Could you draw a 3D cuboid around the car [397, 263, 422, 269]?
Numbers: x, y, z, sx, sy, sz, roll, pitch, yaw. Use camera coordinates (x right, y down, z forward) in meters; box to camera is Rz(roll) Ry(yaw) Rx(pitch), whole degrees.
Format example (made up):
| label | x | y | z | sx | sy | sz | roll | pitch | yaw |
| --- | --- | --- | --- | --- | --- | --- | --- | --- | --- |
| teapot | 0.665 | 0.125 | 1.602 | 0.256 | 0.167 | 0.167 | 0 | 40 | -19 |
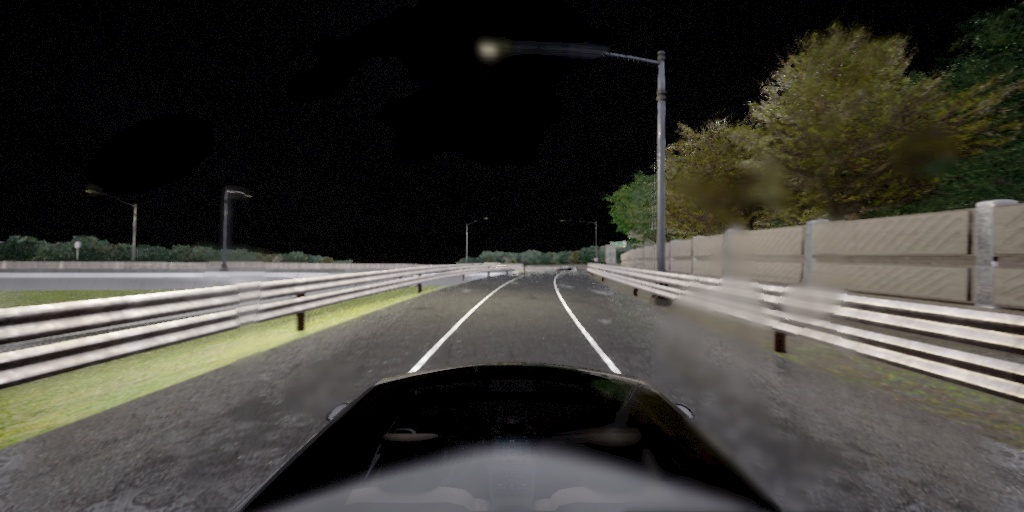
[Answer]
| label | x | y | z | sx | sy | sz | roll | pitch | yaw |
| --- | --- | --- | --- | --- | --- | --- | --- | --- | --- |
| car | -16.355 | 1.885 | 57.868 | 4.674 | 1.442 | 1.812 | 1 | -2 | -32 |
